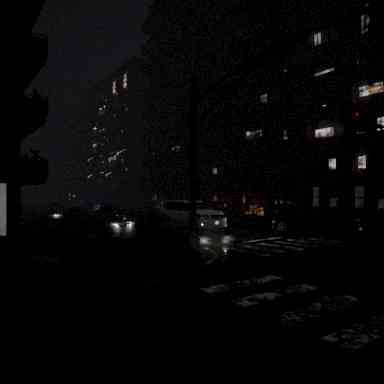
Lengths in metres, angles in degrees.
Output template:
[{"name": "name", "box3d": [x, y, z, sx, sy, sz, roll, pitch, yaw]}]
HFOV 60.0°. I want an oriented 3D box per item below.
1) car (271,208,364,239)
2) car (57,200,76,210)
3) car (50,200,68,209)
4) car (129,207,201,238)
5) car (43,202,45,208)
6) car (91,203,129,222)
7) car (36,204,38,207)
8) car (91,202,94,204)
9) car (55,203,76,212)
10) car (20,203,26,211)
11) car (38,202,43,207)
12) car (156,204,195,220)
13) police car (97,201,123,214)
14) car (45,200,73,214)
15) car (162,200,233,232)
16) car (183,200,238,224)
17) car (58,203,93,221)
[{"name": "car", "box3d": [6.782, 1.671, 18.432, 4.902, 1.511, 2.128, -1, -1, 44]}, {"name": "car", "box3d": [-25.069, 2.523, 66.322, 2.192, 1.841, 5.009, -1, 0, -36]}, {"name": "car", "box3d": [-28.394, 2.622, 70.908, 2.192, 1.841, 5.009, -1, 0, -36]}, {"name": "car", "box3d": [-1.764, 1.832, 19.970, 1.752, 1.417, 4.829, -1, 0, -36]}, {"name": "car", "box3d": [-31.712, 2.971, 75.492, 1.947, 1.339, 4.313, -1, 0, -36]}, {"name": "car", "box3d": [-7.725, 2.098, 32.626, 2.033, 1.411, 5.357, 0, -1, -36]}, {"name": "car", "box3d": [-38.357, 3.167, 84.665, 1.947, 1.339, 4.313, -1, 0, -36]}, {"name": "car", "box3d": [-16.312, 2.431, 55.097, 1.882, 1.535, 5.008, 0, -1, -36]}, {"name": "car", "box3d": [-22.030, 2.607, 57.800, 2.033, 1.411, 5.357, 0, -1, -36]}, {"name": "car", "box3d": [-31.786, 2.769, 61.374, 1.887, 1.381, 4.507, -1, 0, -36]}, {"name": "car", "box3d": [-35.038, 3.048, 80.077, 1.887, 1.381, 4.507, -1, 0, -36]}, {"name": "car", "box3d": [-1.791, 2.044, 34.227, 1.887, 1.381, 4.507, -1, 0, -36]}, {"name": "police car", "box3d": [-12.273, 2.255, 49.516, 1.930, 1.638, 5.238, 0, -1, -36]}, {"name": "car", "box3d": [-19.845, 2.273, 49.509, 2.097, 1.767, 4.553, 0, -1, -36]}, {"name": "car", "box3d": [-0.127, 1.537, 22.145, 2.150, 2.045, 5.566, 0, -1, -36]}, {"name": "car", "box3d": [1.527, 1.712, 29.643, 2.192, 1.841, 5.009, -1, 0, -36]}, {"name": "car", "box3d": [-11.838, 2.163, 33.863, 1.887, 1.381, 4.507, -1, 0, -36]}]
